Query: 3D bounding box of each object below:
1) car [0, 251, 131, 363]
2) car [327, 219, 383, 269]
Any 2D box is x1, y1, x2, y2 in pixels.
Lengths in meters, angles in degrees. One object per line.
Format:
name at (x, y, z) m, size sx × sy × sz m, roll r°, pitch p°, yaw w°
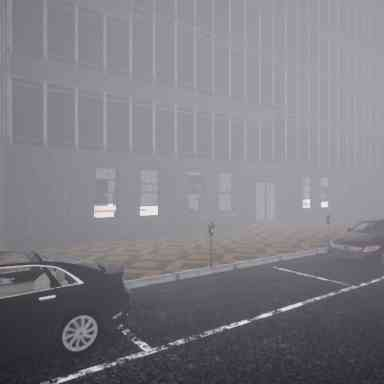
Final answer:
car at (-2.993, 1.551, 4.424) m, size 4.403 × 1.369 × 2.008 m, roll 0°, pitch 0°, yaw -36°
car at (6.259, 1.582, 11.057) m, size 4.206 × 1.307 × 1.802 m, roll 0°, pitch 0°, yaw -36°
